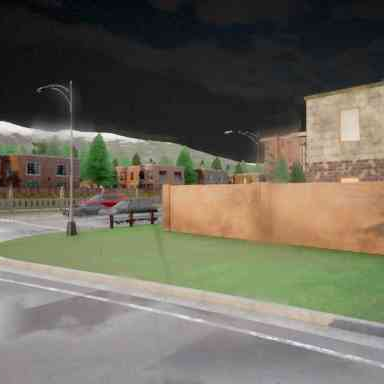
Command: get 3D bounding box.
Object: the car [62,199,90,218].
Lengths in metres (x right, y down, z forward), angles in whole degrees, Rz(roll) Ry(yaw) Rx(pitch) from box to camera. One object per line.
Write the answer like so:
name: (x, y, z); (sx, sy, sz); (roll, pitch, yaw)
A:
car: (-9.322, 1.564, 29.730); (1.994, 1.385, 4.181); (0, 0, 41)

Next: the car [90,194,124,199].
car: (-9.350, 1.222, 34.980); (2.150, 2.045, 5.566); (0, 0, 41)

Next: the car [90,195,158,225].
car: (-4.677, 1.352, 24.416); (2.097, 1.767, 4.553); (0, 0, 41)
